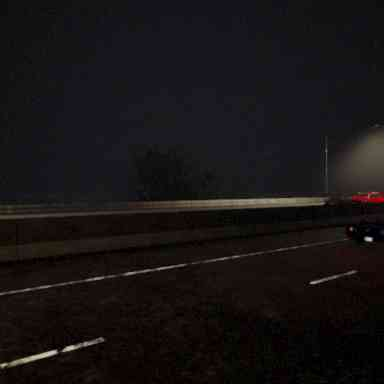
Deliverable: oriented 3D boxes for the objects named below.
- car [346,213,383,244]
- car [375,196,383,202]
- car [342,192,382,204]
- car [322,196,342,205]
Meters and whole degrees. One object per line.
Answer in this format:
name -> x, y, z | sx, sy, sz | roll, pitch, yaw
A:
car -> 8.712, 1.544, 14.270 | 4.718, 1.301, 1.895 | 0, 0, -35
car -> 22.957, 1.403, 37.553 | 4.181, 1.385, 1.994 | 0, 0, -35
car -> 21.228, 1.059, 40.616 | 5.566, 2.045, 2.150 | 0, 0, -35
car -> 18.973, 1.344, 43.306 | 4.892, 1.490, 1.837 | 0, 0, -35
